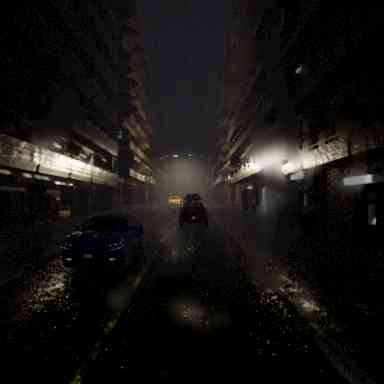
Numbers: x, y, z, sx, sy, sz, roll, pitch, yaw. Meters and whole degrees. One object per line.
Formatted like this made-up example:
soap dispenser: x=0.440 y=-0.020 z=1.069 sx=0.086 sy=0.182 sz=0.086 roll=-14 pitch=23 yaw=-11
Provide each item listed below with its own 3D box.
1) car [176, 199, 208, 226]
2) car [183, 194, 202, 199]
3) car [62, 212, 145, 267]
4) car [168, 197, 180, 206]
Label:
car: x=0.105 y=1.491 z=23.719 sx=1.882 sy=1.535 sz=5.008 roll=0 pitch=0 yaw=0
car: x=0.107 y=1.229 z=41.812 sx=2.150 sy=2.045 sz=5.566 roll=0 pitch=0 yaw=0
car: x=-2.848 y=1.487 z=11.619 sx=1.882 sy=1.535 sz=5.008 roll=0 pitch=0 yaw=0
car: x=-2.798 y=1.478 z=54.094 sx=1.882 sy=1.535 sz=5.008 roll=0 pitch=0 yaw=0
